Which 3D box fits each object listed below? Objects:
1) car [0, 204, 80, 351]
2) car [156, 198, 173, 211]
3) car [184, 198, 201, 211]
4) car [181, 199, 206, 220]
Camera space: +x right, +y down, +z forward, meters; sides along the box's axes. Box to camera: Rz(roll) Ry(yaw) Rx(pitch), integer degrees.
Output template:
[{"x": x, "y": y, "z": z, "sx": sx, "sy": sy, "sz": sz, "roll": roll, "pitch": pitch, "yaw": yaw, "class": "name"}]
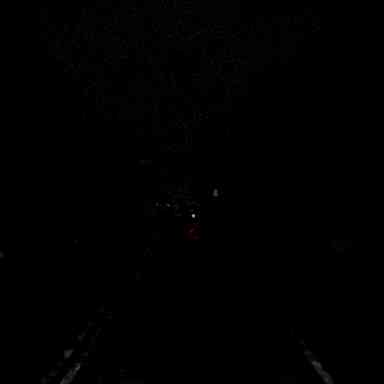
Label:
[{"x": -3.340, "y": 1.234, "z": 4.540, "sx": 2.150, "sy": 2.045, "sz": 5.566, "roll": 0, "pitch": 0, "yaw": 0, "class": "car"}, {"x": -3.368, "y": 1.497, "z": 41.256, "sx": 1.837, "sy": 1.490, "sz": 4.892, "roll": 0, "pitch": 0, "yaw": 0, "class": "car"}, {"x": 0.058, "y": 1.554, "z": 42.390, "sx": 1.994, "sy": 1.385, "sz": 4.181, "roll": 0, "pitch": 0, "yaw": 0, "class": "car"}, {"x": 0.110, "y": 1.501, "z": 27.831, "sx": 1.837, "sy": 1.490, "sz": 4.892, "roll": 1, "pitch": 1, "yaw": 0, "class": "car"}]
